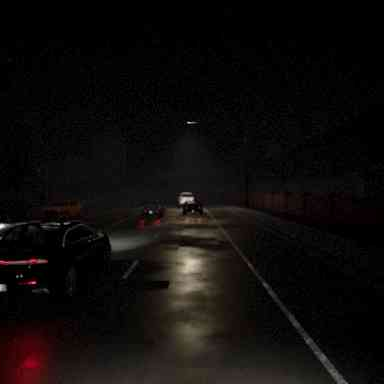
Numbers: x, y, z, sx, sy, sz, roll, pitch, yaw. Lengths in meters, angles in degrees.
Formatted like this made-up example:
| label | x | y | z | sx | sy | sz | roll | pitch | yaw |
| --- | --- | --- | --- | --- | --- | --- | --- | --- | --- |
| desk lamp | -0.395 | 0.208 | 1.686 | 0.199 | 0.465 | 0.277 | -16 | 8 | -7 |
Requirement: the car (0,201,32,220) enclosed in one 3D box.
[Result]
| label | x | y | z | sx | sy | sz | roll | pitch | yaw |
| --- | --- | --- | --- | --- | --- | --- | --- | --- | --- |
| car | -14.026 | 1.433 | 25.262 | 1.837 | 1.490 | 4.892 | 0 | 0 | 1 |

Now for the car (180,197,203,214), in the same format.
| label | x | y | z | sx | sy | sz | roll | pitch | yaw |
| --- | --- | --- | --- | --- | --- | --- | --- | --- | --- |
| car | 0.044 | 1.505 | 33.348 | 1.895 | 1.301 | 4.718 | 0 | 0 | -1 |

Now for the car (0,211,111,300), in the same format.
| label | x | y | z | sx | sy | sz | roll | pitch | yaw |
| --- | --- | --- | --- | --- | --- | --- | --- | --- | --- |
| car | -3.399 | 1.467 | 8.278 | 2.128 | 1.511 | 4.902 | 0 | 0 | 0 |

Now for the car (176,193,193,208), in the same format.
| label | x | y | z | sx | sy | sz | roll | pitch | yaw |
| --- | --- | --- | --- | --- | --- | --- | --- | --- | --- |
| car | -0.958 | 1.136 | 47.132 | 2.150 | 2.045 | 5.566 | 0 | 0 | -7 |

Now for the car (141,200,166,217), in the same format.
| label | x | y | z | sx | sy | sz | roll | pitch | yaw |
| --- | --- | --- | --- | --- | --- | --- | --- | --- | --- |
| car | -3.414 | 1.439 | 29.799 | 1.812 | 1.442 | 4.674 | 0 | 0 | 0 |

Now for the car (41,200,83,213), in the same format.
| label | x | y | z | sx | sy | sz | roll | pitch | yaw |
| --- | --- | --- | --- | --- | --- | --- | --- | --- | --- |
| car | -10.504 | 1.401 | 27.152 | 1.882 | 1.535 | 5.008 | 0 | 0 | 0 |
